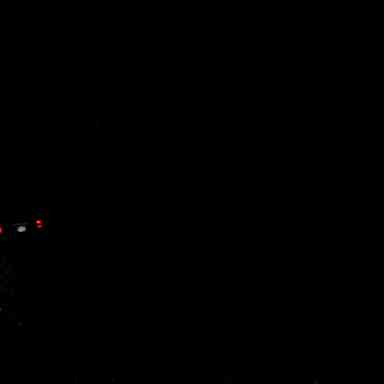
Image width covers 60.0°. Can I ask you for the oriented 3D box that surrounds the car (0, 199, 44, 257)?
[{"bbox_3d":[-7.666,1.272,11.507,5.566,2.045,2.150,-1,0,26],"label":"car"}]
